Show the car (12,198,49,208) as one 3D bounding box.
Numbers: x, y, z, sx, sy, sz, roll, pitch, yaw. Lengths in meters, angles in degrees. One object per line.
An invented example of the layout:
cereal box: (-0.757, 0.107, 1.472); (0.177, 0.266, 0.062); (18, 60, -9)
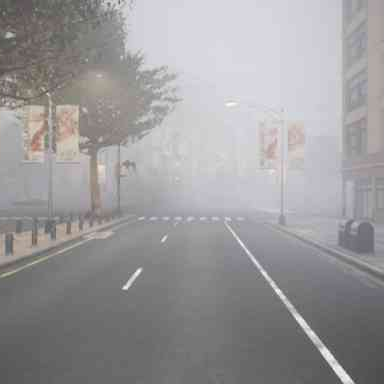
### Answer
car: (-22.970, 1.560, 47.366); (4.718, 1.301, 1.895); (0, 0, 3)
